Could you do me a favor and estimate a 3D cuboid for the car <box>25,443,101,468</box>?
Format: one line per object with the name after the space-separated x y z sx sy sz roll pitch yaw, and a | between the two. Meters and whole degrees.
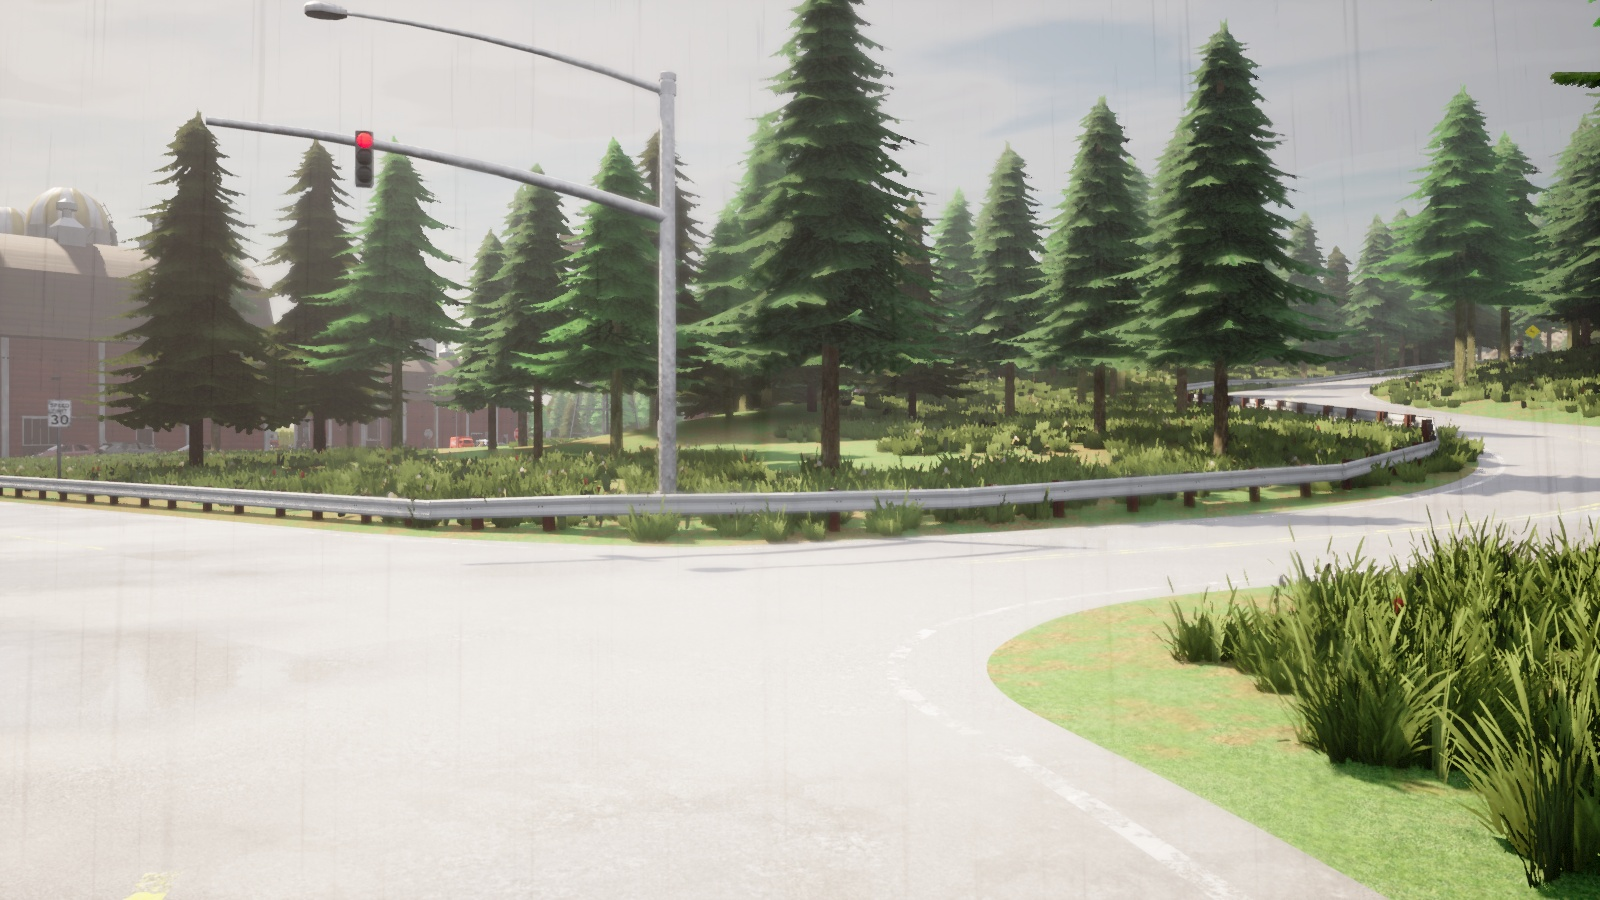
-45.148 0.316 76.977 1.845 1.501 3.633 0 0 40 | car

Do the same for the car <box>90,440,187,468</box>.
-40.552 0.236 77.029 2.033 1.649 4.856 0 0 40 | car
